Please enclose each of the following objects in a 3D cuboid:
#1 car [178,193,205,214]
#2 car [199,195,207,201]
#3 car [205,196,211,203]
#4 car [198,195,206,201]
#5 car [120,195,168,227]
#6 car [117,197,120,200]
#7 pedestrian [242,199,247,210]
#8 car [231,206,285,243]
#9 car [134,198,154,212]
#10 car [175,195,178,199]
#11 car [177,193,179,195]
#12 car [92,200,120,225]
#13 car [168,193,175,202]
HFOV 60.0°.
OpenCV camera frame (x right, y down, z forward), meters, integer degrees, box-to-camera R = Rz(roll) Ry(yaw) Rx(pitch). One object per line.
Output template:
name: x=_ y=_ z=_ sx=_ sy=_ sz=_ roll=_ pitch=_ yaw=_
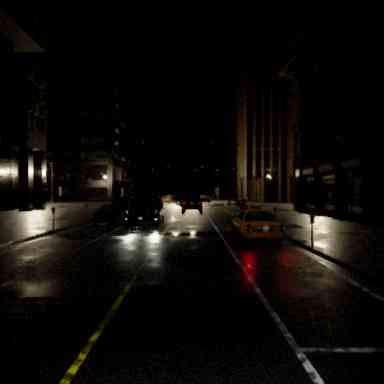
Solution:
car: x=0.031 y=1.226 z=35.283 sx=2.150 sy=2.045 sz=5.566 roll=0 pitch=0 yaw=1
car: x=2.723 y=1.574 z=84.215 sx=2.008 sy=1.369 sz=4.403 roll=0 pitch=0 yaw=0
car: x=2.731 y=1.455 z=67.388 sx=1.967 sy=1.590 sz=4.097 roll=0 pitch=0 yaw=0
car: x=2.720 y=1.593 z=89.824 sx=1.947 sy=1.339 sz=4.313 roll=0 pitch=0 yaw=0
car: x=-3.112 y=1.224 z=22.845 sx=2.150 sy=2.045 sz=5.566 roll=0 pitch=0 yaw=0
car: x=-5.774 y=1.318 z=29.387 sx=2.192 sy=1.841 sz=5.009 roll=0 pitch=0 yaw=0
pedestrian: x=2.991 y=1.296 z=19.015 sx=0.375 sy=1.860 sz=0.375 roll=0 pitch=0 yaw=0
car: x=2.992 y=1.457 z=16.020 sx=1.801 sy=1.575 sz=5.366 roll=0 pitch=0 yaw=0
car: x=-5.780 y=1.531 z=40.420 sx=1.752 sy=1.417 sz=4.829 roll=0 pitch=0 yaw=0
car: x=-0.604 y=1.513 z=47.041 sx=1.837 sy=1.490 sz=4.892 roll=1 pitch=0 yaw=-15
car: x=-5.807 y=1.345 z=95.412 sx=2.192 sy=1.841 sz=5.009 roll=0 pitch=0 yaw=0
car: x=-5.772 y=1.547 z=23.785 sx=1.887 sy=1.381 sz=4.507 roll=0 pitch=0 yaw=0
car: x=-5.799 y=1.460 z=78.583 sx=1.967 sy=1.590 sz=4.097 roll=0 pitch=0 yaw=0
